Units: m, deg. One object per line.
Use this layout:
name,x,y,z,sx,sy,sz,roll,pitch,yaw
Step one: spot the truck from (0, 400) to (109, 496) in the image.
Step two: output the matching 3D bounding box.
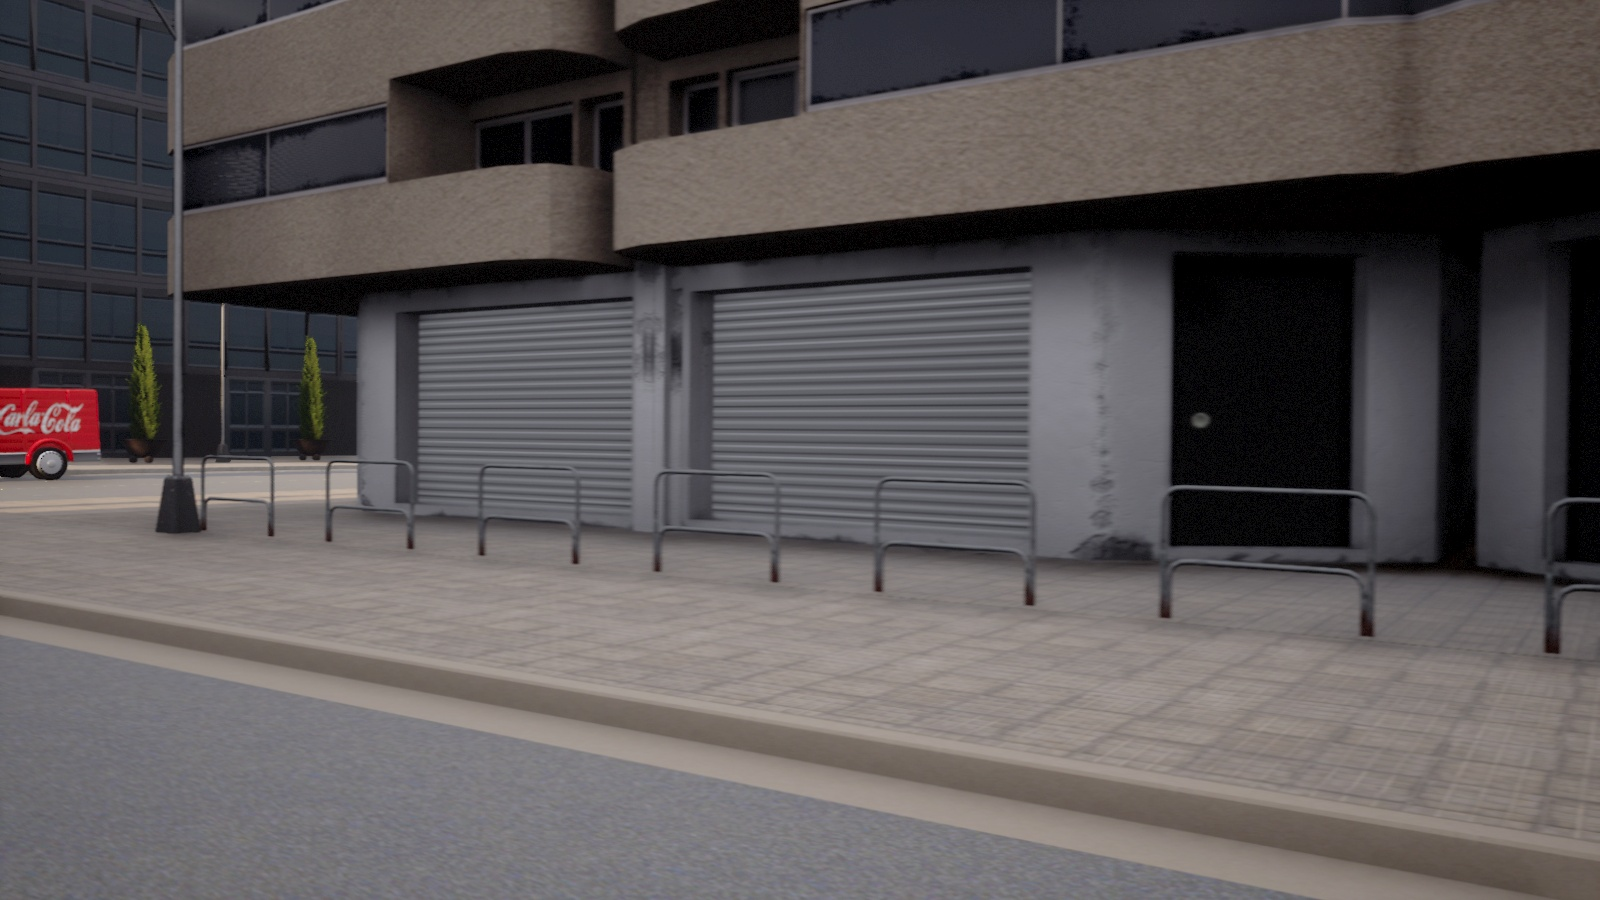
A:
truck,-21.850,-0.039,33.554,2.627,2.467,5.204,0,3,34
